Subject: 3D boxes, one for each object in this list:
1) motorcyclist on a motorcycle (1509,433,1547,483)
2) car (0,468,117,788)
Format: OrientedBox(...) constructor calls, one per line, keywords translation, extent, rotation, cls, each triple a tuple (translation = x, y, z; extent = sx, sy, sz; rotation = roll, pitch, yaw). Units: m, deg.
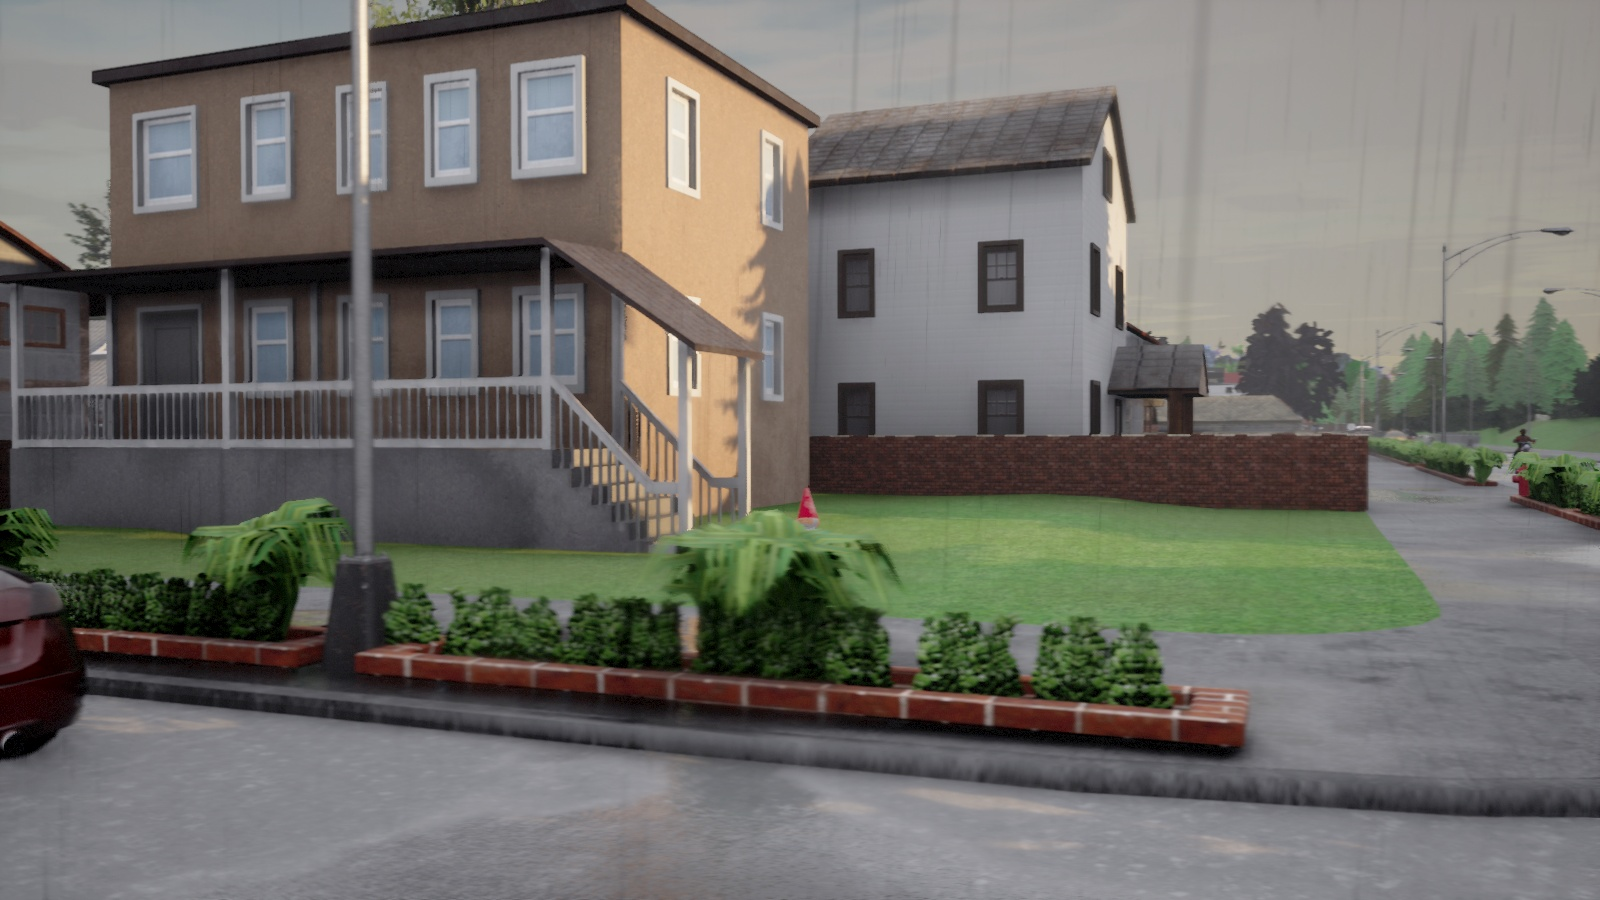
OrientedBox(translation=(24.877, 0.258, 42.960), extent=(0.766, 1.649, 2.350), rotation=(1, 1, 22), cls="motorcyclist on a motorcycle")
OrientedBox(translation=(-5.621, 0.786, 5.928), extent=(4.181, 1.385, 1.994), rotation=(1, 1, 22), cls="car")
